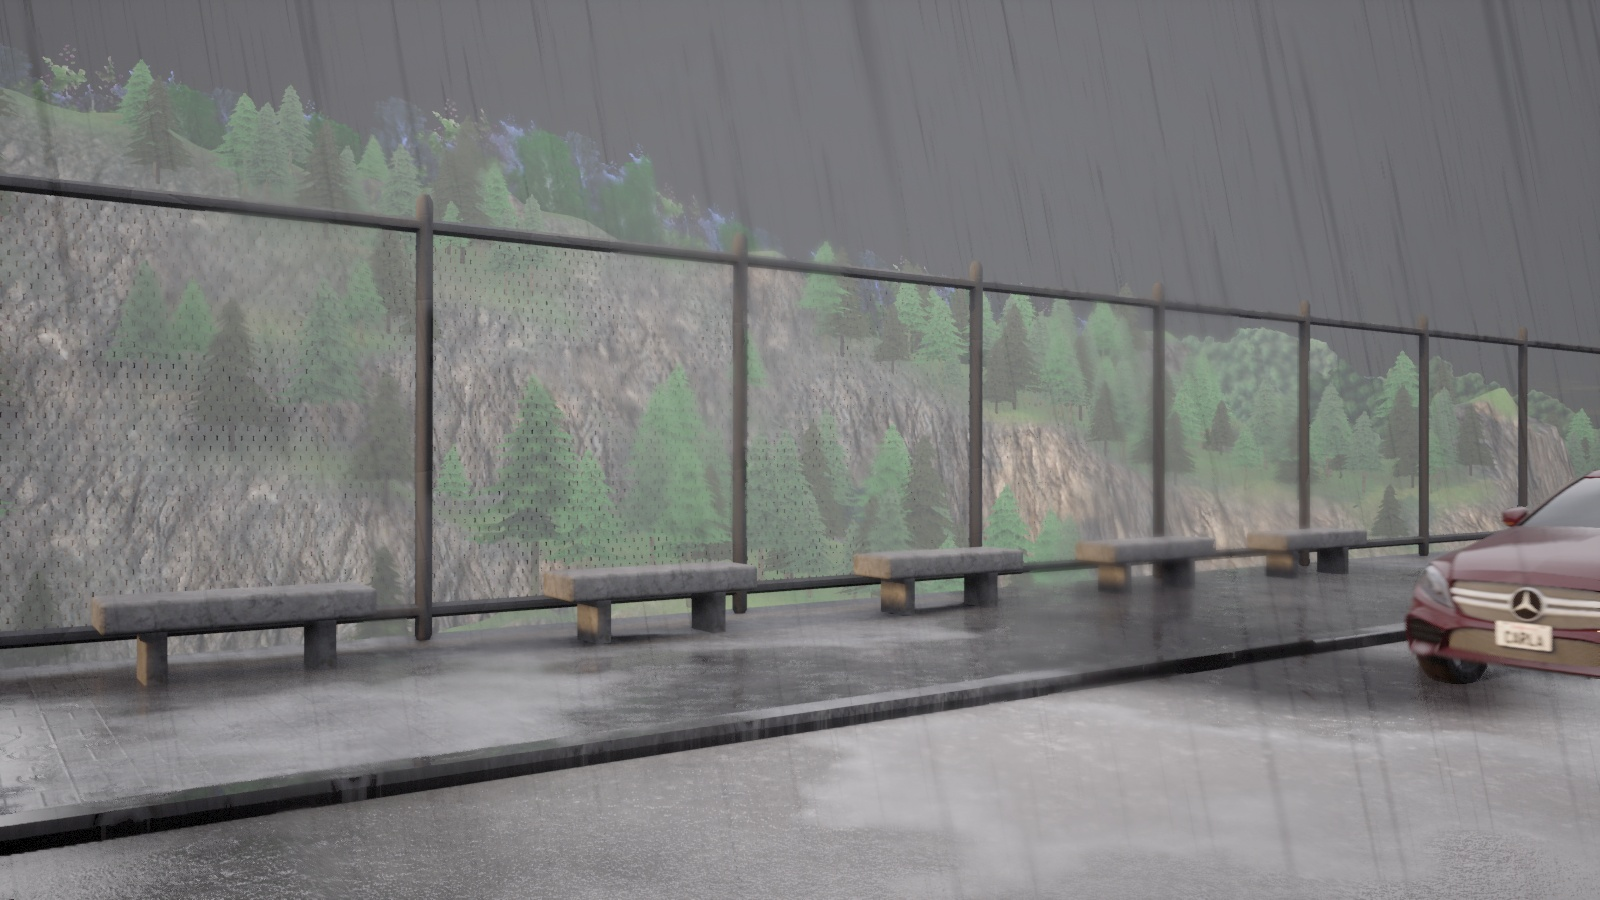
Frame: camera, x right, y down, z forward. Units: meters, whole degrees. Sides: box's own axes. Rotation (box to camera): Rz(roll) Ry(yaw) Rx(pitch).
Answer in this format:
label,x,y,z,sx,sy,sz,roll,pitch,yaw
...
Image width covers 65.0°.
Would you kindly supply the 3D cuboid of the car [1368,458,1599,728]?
label,x,y,z,sx,sy,sz,roll,pitch,yaw
car,5.984,0.779,8.439,4.674,1.442,1.812,0,0,-35
